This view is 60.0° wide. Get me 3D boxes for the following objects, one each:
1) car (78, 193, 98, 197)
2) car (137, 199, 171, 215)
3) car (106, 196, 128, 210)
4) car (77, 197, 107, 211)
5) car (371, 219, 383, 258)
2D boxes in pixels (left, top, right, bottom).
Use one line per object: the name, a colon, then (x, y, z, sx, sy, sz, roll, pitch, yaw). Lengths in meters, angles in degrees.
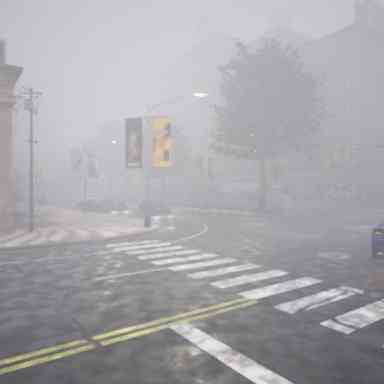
car: (-15.923, 1.209, 50.921, 2.150, 2.045, 5.566, 0, 0, -35)
car: (-3.964, 1.493, 33.904, 1.837, 1.490, 4.892, 0, 0, -35)
car: (-9.820, 1.339, 42.220, 2.097, 1.767, 4.553, 0, 0, -35)
car: (-12.389, 1.584, 40.396, 1.895, 1.301, 4.718, 0, 0, -35)
car: (7.813, 1.468, 11.813, 1.882, 1.535, 5.008, 0, 0, 40)
